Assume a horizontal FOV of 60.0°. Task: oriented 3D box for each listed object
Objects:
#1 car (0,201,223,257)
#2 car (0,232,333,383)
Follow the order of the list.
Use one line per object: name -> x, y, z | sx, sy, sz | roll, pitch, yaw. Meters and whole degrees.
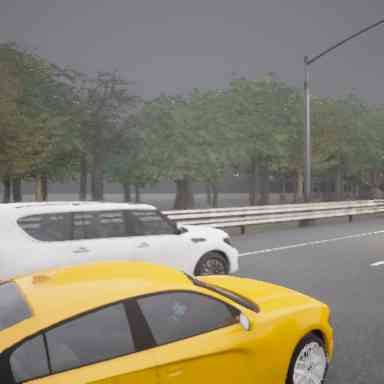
car -> -1.585, 1.200, 6.930 | 5.566, 2.045, 2.150 | -1, 0, -36
car -> -0.605, 1.467, 3.314 | 5.008, 1.535, 1.882 | -1, 0, -36
